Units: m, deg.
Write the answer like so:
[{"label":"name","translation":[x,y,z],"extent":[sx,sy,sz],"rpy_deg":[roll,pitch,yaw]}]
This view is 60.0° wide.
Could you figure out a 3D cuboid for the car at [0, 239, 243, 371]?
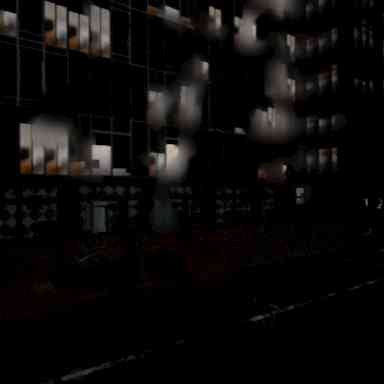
[{"label":"car","translation":[-1.293,1.527,5.645],"extent":[4.829,1.417,1.752],"rpy_deg":[0,-1,-35]}]

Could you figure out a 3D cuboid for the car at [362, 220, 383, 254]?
[{"label":"car","translation":[8.102,1.445,12.341],"extent":[4.097,1.590,1.967],"rpy_deg":[0,-1,-35]}]
